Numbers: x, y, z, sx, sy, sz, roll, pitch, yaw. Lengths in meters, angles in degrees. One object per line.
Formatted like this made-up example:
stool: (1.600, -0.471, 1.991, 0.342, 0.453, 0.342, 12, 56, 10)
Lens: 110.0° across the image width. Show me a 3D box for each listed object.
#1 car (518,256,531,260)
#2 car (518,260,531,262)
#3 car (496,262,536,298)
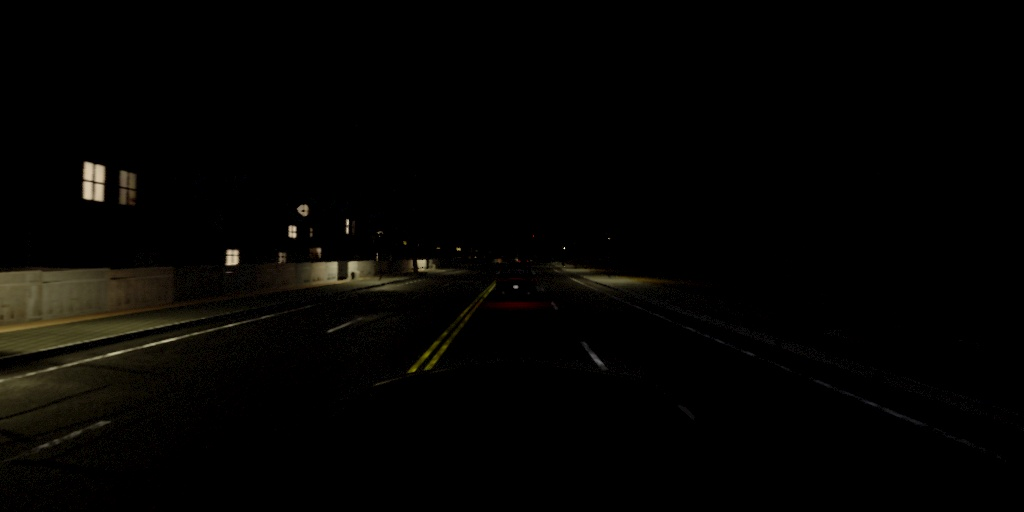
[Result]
car: (2.265, 1.087, 65.442, 2.150, 2.045, 5.566, 0, 0, 5)
car: (0.896, 1.407, 39.655, 1.895, 1.301, 4.718, 0, 0, 3)
car: (0.210, 1.247, 18.666, 1.882, 1.535, 5.008, 0, 0, 1)
